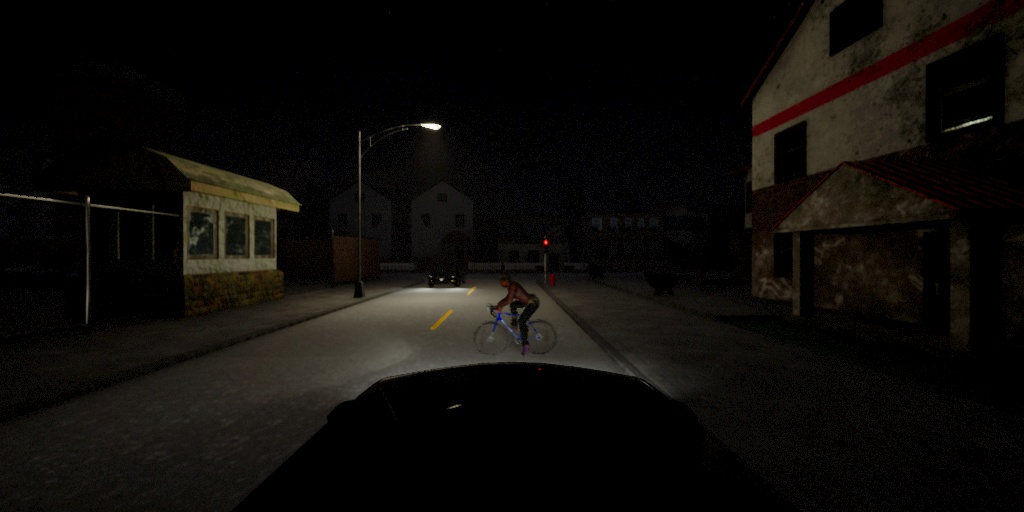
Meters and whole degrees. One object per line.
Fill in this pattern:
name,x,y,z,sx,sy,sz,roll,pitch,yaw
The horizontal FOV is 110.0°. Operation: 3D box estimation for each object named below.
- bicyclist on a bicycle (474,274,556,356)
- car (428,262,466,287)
bicyclist on a bicycle,0.042,1.168,7.088,1.656,1.620,0.582,-2,0,1
car,-4.197,1.176,23.656,1.837,1.490,4.892,0,0,0
